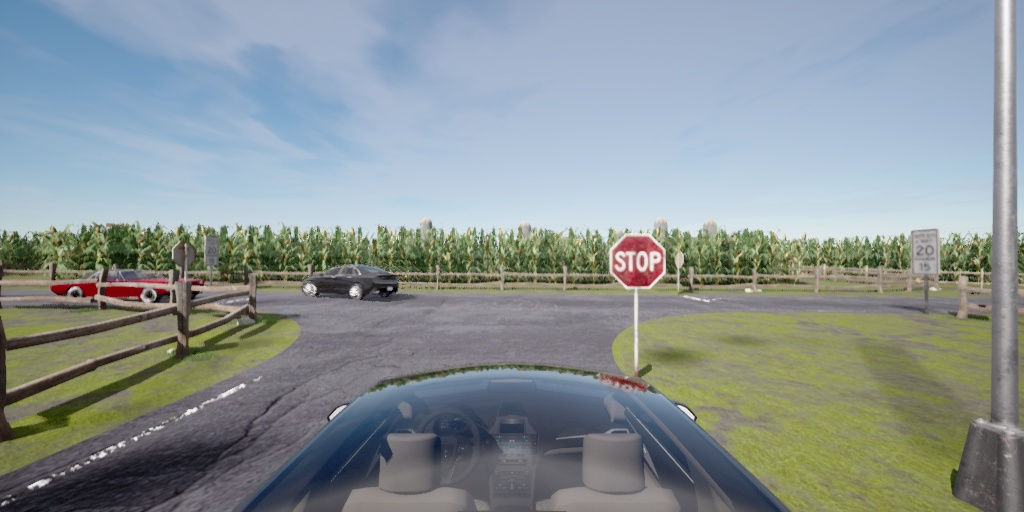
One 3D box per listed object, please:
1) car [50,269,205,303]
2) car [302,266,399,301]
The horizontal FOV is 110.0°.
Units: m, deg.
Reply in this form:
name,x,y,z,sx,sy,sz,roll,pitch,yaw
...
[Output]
name,x,y,z,sx,sy,sz,roll,pitch,yaw
car,-15.512,1.211,14.733,4.718,1.301,1.895,0,-1,0
car,-7.605,1.201,16.800,4.892,1.490,1.837,0,-3,24
